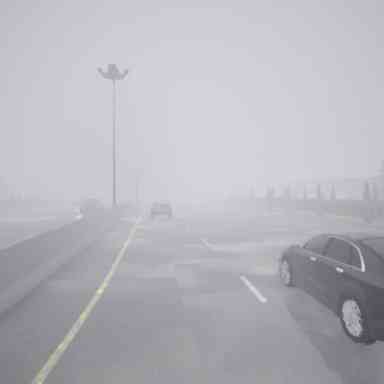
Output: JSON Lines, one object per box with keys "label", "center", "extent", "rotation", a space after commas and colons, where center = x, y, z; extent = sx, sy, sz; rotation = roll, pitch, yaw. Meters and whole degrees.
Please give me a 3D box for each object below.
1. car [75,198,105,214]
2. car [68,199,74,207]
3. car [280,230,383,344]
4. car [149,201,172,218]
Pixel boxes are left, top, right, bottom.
{"label": "car", "center": [-10.718, 1.426, 35.909], "extent": [2.097, 1.767, 4.553], "rotation": [0, 0, -6]}
{"label": "car", "center": [-20.312, 1.887, 58.451], "extent": [1.812, 1.442, 4.674], "rotation": [0, -2, -6]}
{"label": "car", "center": [3.195, 1.490, 6.398], "extent": [1.837, 1.490, 4.892], "rotation": [0, 0, -4]}
{"label": "car", "center": [-2.824, 1.518, 30.250], "extent": [2.128, 1.511, 4.902], "rotation": [0, 0, -7]}
